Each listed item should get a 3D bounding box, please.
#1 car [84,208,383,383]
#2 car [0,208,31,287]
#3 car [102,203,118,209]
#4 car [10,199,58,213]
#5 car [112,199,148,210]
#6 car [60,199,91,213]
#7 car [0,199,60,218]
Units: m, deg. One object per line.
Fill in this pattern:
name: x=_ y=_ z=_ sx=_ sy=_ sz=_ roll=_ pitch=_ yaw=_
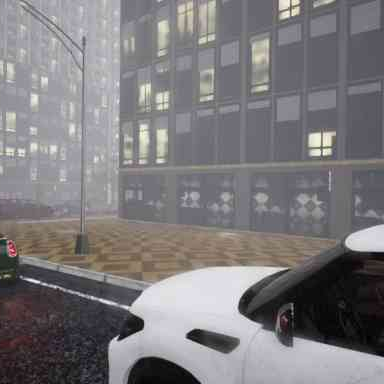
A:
car: x=1.864 y=1.222 z=2.353 sx=5.566 sy=2.045 sz=2.150 roll=0 pitch=0 yaw=36
car: x=-6.211 y=1.348 z=8.089 sx=4.553 sy=1.767 sz=2.097 roll=0 pitch=0 yaw=35
car: x=-8.387 y=1.828 z=39.428 sx=1.752 sy=1.417 sz=4.829 roll=1 pitch=0 yaw=36
car: x=-18.682 y=1.641 z=39.576 sx=1.752 sy=1.417 sz=4.829 roll=1 pitch=0 yaw=36
car: x=-8.967 y=1.760 z=48.381 sx=2.128 sy=1.511 sz=4.902 roll=1 pitch=0 yaw=36
car: x=-14.682 y=1.691 z=40.627 sx=1.837 sy=1.490 sz=4.892 roll=1 pitch=0 yaw=36
car: x=-15.171 y=1.518 z=30.206 sx=2.192 sy=1.841 sz=5.009 roll=1 pitch=0 yaw=36
